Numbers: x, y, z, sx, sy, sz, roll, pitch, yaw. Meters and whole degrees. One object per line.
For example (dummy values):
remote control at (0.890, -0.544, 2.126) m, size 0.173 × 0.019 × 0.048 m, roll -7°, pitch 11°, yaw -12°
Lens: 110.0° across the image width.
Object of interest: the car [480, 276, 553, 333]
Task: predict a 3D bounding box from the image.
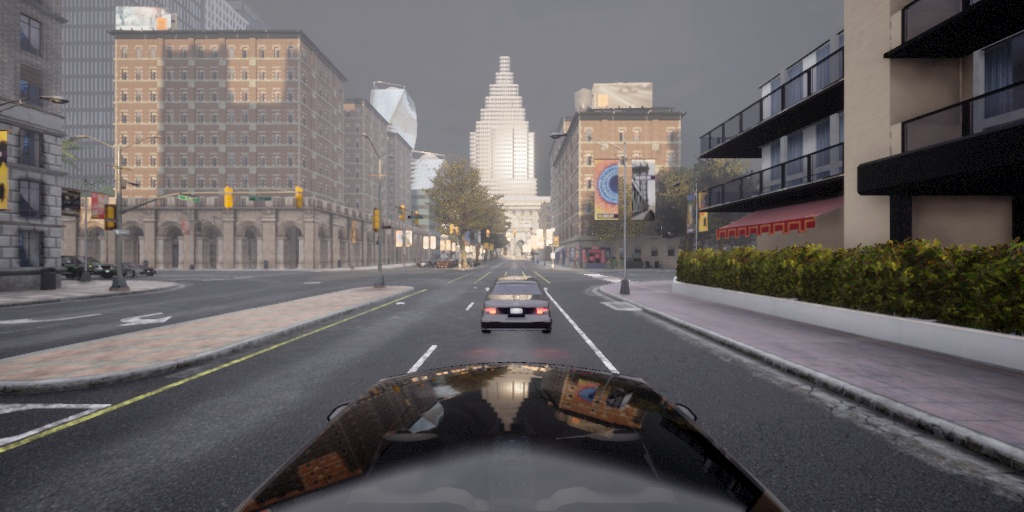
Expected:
car at (0.131, 1.295, 10.666) m, size 2.033 × 1.411 × 5.357 m, roll 0°, pitch 0°, yaw 1°

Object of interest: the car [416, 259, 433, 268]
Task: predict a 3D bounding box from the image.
car at (-14.621, 1.223, 61.456) m, size 2.128 × 1.511 × 4.902 m, roll 0°, pitch 0°, yaw 1°

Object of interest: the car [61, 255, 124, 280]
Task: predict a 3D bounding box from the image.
car at (-37.657, 0.962, 30.932) m, size 5.566 × 2.045 × 2.150 m, roll 0°, pitch 0°, yaw 0°

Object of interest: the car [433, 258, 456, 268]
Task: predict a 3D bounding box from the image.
car at (-11.147, 1.084, 59.576) m, size 2.097 × 1.767 × 4.553 m, roll 0°, pitch 0°, yaw 1°

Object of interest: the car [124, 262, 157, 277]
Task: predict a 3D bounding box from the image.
car at (-36.884, 1.304, 34.434) m, size 4.181 × 1.385 × 1.994 m, roll 0°, pitch 0°, yaw 0°
